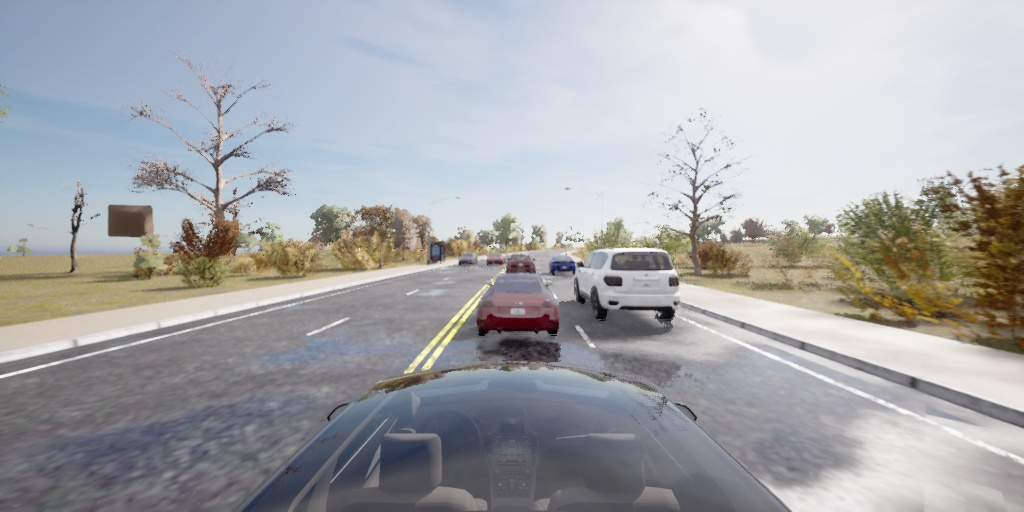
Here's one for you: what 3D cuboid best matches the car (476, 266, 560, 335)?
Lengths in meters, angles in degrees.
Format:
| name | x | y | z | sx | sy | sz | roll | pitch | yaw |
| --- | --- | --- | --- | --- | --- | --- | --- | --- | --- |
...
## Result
| name | x | y | z | sx | sy | sz | roll | pitch | yaw |
| --- | --- | --- | --- | --- | --- | --- | --- | --- | --- |
| car | 0.183 | 1.149 | 9.906 | 1.994 | 1.385 | 4.181 | 0 | 1 | 1 |

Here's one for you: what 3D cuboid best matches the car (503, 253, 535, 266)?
| name | x | y | z | sx | sy | sz | roll | pitch | yaw |
| --- | --- | --- | --- | --- | --- | --- | --- | --- | --- |
| car | 0.717 | 0.565 | 27.586 | 2.097 | 1.767 | 4.553 | 0 | 1 | 3 |

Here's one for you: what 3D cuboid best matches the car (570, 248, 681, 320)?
| name | x | y | z | sx | sy | sz | roll | pitch | yaw |
| --- | --- | --- | --- | --- | --- | --- | --- | --- | --- |
| car | 3.475 | 0.767 | 11.788 | 2.150 | 2.045 | 5.566 | 0 | 1 | 1 |

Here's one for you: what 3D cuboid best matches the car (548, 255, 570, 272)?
| name | x | y | z | sx | sy | sz | roll | pitch | yaw |
| --- | --- | --- | --- | --- | --- | --- | --- | --- | --- |
| car | 4.055 | 0.651 | 29.412 | 1.882 | 1.535 | 5.008 | 0 | 1 | 3 |

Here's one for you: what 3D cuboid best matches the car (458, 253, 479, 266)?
| name | x | y | z | sx | sy | sz | roll | pitch | yaw |
| --- | --- | --- | --- | --- | --- | --- | --- | --- | --- |
| car | -5.162 | 0.387 | 42.879 | 1.837 | 1.490 | 4.892 | 0 | 1 | 4 |

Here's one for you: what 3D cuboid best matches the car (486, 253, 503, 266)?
| name | x | y | z | sx | sy | sz | roll | pitch | yaw |
| --- | --- | --- | --- | --- | --- | --- | --- | --- | --- |
| car | -1.927 | 0.367 | 42.531 | 1.882 | 1.535 | 5.008 | 0 | 1 | 4 |
